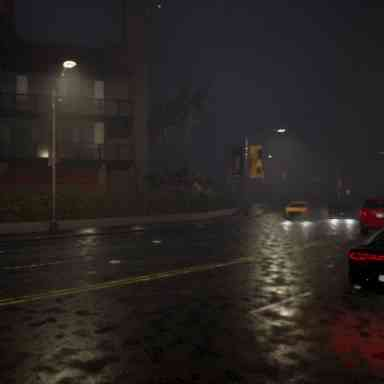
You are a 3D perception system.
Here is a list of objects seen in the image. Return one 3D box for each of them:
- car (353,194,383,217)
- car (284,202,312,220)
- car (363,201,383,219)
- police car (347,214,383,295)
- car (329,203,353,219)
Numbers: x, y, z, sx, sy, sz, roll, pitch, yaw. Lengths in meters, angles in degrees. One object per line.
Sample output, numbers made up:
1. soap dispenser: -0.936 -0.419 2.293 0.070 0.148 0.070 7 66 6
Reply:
1. car: 10.943 1.299 18.479 2.150 2.045 5.566 0 -1 39
2. car: 9.567 1.620 29.798 1.882 1.535 5.008 0 0 24
3. car: 18.178 1.692 32.236 2.033 1.411 5.357 0 0 18
4. police car: 5.638 1.461 8.022 5.238 1.638 1.930 0 0 -41
5. car: 13.557 1.704 30.280 1.994 1.385 4.181 0 0 22
